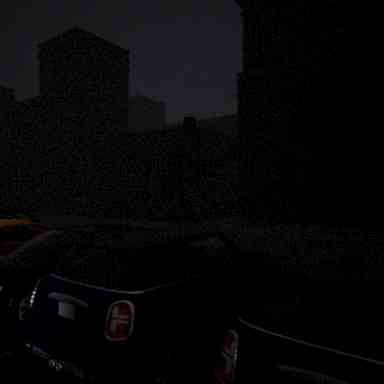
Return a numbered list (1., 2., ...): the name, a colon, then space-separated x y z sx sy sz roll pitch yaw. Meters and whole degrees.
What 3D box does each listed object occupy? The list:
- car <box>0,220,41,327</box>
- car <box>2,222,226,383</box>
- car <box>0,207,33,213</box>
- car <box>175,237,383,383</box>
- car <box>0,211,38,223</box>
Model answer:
1. car: -2.400 1.458 7.078 2.231 1.521 4.892 0 0 36
2. car: -0.161 1.341 5.433 2.185 1.767 4.553 0 0 36
3. car: -6.907 1.314 10.329 2.185 1.767 4.553 0 0 36
4. car: 2.102 1.353 3.817 2.185 1.767 4.553 0 0 36
5. car: -4.665 1.448 8.684 2.097 1.535 5.008 0 0 36
